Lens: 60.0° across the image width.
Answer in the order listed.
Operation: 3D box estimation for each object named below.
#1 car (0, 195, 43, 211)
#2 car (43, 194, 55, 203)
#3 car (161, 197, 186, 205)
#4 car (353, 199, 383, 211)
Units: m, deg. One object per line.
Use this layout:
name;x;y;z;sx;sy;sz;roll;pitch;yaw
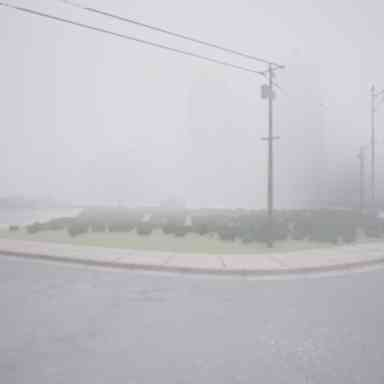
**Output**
car;-20.601;1.293;39.661;1.932;1.855;4.605;0;0;23
car;-24.754;1.272;55.855;1.905;1.878;3.866;0;0;23
car;-2.501;1.523;46.330;2.242;1.667;4.611;0;0;23
car;23.807;1.684;43.831;5.357;1.411;2.033;0;0;34
